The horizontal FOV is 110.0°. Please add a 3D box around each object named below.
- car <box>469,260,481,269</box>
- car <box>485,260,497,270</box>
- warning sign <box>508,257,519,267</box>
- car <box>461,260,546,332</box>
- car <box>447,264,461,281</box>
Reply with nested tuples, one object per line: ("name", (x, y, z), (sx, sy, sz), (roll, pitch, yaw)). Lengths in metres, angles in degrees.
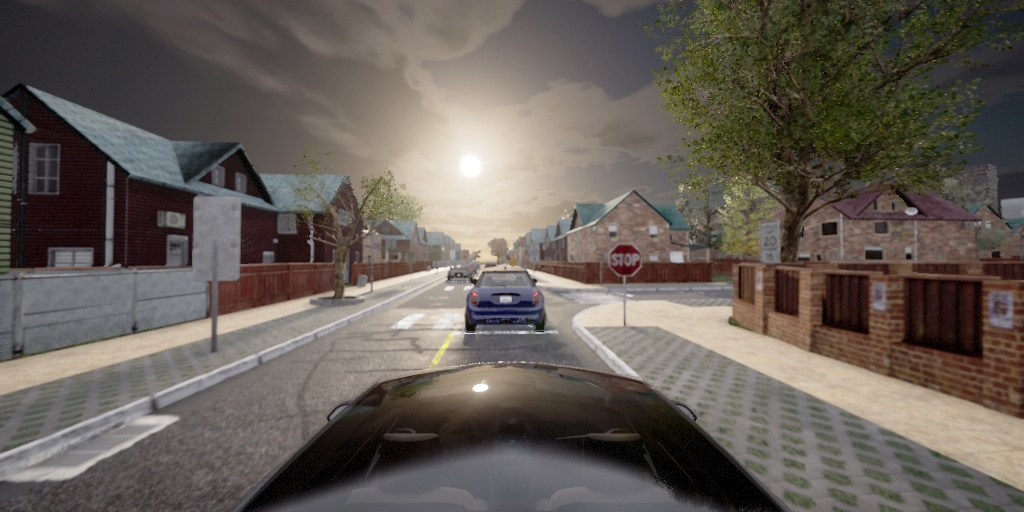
("car", (-6.584, 1.557, 64.157), (1.837, 1.490, 4.892), (0, -1, -4))
("car", (-3.422, 1.479, 58.973), (1.882, 1.535, 5.008), (0, 0, -3))
("warning sign", (0.188, 0.994, 42.395), (1.300, 1.860, 1.060), (0, 0, -4))
("car", (-0.245, 1.111, 11.099), (2.097, 1.767, 4.553), (0, 0, -2))
("car", (-4.398, 1.377, 30.893), (1.994, 1.385, 4.181), (0, 0, -3))
